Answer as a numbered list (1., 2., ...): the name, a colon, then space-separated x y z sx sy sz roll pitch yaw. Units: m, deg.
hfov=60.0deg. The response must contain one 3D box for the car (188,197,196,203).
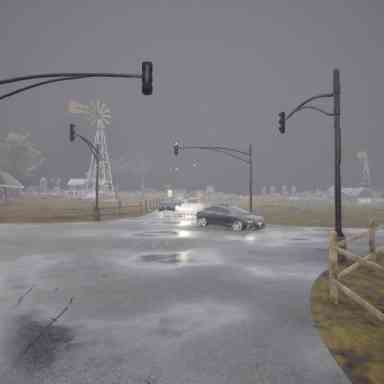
1. car: -0.035 1.859 79.154 1.812 1.442 4.674 0 0 0

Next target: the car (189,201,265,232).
1. car: 2.270 1.546 20.725 1.837 1.490 4.892 -1 1 -41

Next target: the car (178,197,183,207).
1. car: -2.865 1.740 55.397 1.994 1.385 4.181 0 0 0

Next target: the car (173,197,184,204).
1. car: -2.783 1.749 70.213 2.128 1.511 4.902 0 0 0

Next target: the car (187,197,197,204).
1. car: 0.062 1.788 69.141 1.812 1.442 4.674 0 0 0

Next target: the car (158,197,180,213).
1. car: -2.874 1.641 39.114 2.033 1.411 5.357 0 0 0
